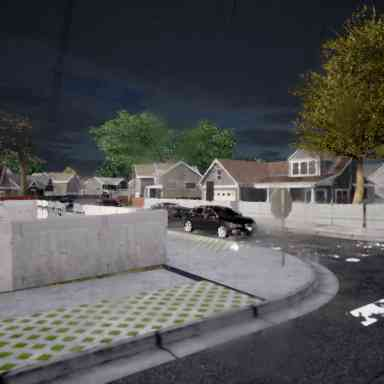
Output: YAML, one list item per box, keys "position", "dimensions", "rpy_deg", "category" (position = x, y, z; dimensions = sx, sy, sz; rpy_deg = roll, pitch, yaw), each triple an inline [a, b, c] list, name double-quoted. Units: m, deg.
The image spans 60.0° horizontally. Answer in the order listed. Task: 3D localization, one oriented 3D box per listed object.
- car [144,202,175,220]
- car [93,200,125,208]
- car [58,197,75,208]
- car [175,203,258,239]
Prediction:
- position: [-2.244, 1.546, 27.520]
  dimensions: [2.033, 1.411, 5.357]
  rpy_deg: [0, 0, -36]
  category: "car"
- position: [-7.609, 1.485, 30.279]
  dimensions: [1.837, 1.490, 4.892]
  rpy_deg: [0, 0, -34]
  category: "car"
- position: [-17.928, 1.475, 47.434]
  dimensions: [2.128, 1.511, 4.902]
  rpy_deg: [0, 0, -25]
  category: "car"
- position: [1.323, 1.491, 17.544]
  dimensions: [1.837, 1.490, 4.892]
  rpy_deg: [0, 0, -35]
  category: "car"
